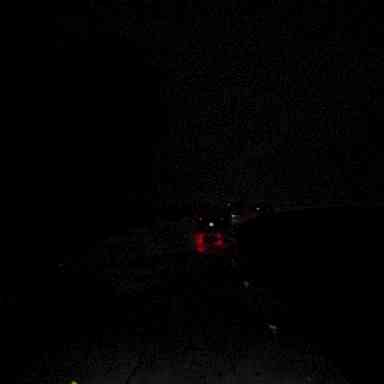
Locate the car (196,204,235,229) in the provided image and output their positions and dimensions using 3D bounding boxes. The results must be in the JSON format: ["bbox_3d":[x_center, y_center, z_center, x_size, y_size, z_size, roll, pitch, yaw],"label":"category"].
[{"bbox_3d":[1.621,1.722,22.605,1.895,1.301,4.718,0,0,11],"label":"car"}]

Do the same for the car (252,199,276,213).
[{"bbox_3d":[8.901,1.682,40.845,1.837,1.490,4.892,-1,-1,30],"label":"car"}]

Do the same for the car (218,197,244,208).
[{"bbox_3d":[4.747,1.331,39.916,1.882,1.535,5.008,-1,0,29],"label":"car"}]
